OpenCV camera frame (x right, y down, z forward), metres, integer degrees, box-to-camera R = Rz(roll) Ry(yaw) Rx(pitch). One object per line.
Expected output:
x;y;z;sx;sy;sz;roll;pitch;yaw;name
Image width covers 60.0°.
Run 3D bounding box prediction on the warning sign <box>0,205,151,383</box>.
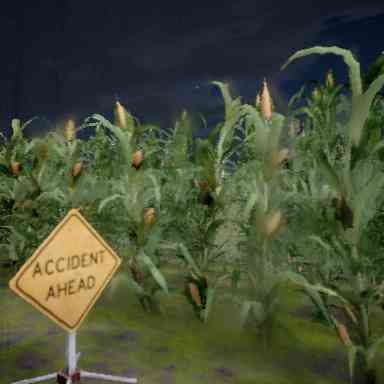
-1.274;1.107;3.499;1.060;1.860;1.300;0;0;36;warning sign
